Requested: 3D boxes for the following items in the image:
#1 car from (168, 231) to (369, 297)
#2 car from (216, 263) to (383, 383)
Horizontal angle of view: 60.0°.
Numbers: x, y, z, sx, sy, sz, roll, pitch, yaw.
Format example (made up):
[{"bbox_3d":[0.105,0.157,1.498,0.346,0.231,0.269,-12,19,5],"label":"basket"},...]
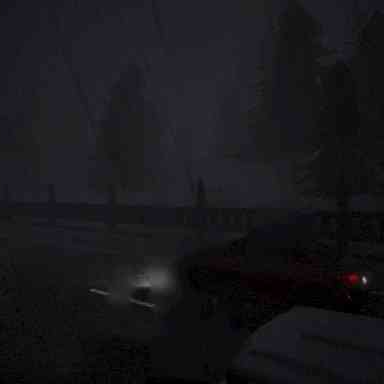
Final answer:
[{"bbox_3d":[1.506,1.568,7.217,4.181,1.385,1.994,0,0,36],"label":"car"},{"bbox_3d":[2.531,1.599,2.191,4.718,1.301,1.895,0,0,35],"label":"car"}]
